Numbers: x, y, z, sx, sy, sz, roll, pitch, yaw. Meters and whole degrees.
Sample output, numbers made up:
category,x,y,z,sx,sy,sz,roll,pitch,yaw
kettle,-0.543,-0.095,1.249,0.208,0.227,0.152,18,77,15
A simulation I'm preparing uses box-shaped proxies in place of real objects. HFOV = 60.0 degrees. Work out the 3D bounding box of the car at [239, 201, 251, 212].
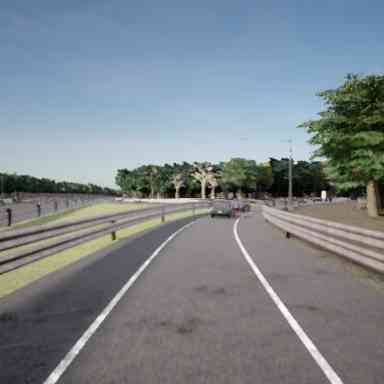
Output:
category,x,y,z,sx,sy,sz,roll,pitch,yaw
car,6.437,1.854,43.659,2.033,1.411,5.357,0,0,21

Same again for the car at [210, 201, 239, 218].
category,x,y,z,sx,sy,sz,roll,pitch,yaw
car,3.093,1.787,32.635,1.994,1.385,4.181,0,0,15
